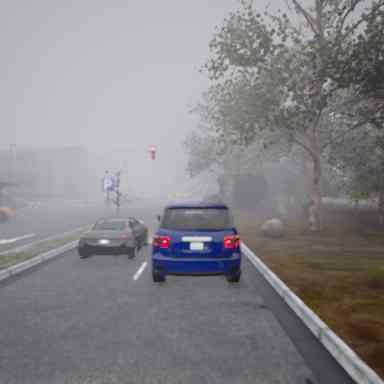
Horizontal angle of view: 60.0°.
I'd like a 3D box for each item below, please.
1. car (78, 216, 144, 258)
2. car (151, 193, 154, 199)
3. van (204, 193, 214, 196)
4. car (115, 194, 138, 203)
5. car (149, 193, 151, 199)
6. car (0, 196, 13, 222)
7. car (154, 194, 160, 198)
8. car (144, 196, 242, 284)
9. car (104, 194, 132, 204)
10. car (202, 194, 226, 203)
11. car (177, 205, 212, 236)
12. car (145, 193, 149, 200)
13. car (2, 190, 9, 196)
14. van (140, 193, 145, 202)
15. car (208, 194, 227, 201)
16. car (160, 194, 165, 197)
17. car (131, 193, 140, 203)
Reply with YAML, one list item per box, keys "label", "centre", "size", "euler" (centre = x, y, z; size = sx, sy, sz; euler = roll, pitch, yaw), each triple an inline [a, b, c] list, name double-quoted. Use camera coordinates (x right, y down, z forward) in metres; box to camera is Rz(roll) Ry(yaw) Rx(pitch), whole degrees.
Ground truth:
- label: "car"
  centre: [-2.881, 1.619, 12.973]
  size: [1.994, 1.385, 4.181]
  euler: [0, 0, 0]
- label: "car"
  centre: [-12.288, 1.599, 81.659]
  size: [4.674, 1.452, 2.002]
  euler: [-1, -1, -13]
- label: "van"
  centre: [4.267, 1.238, 66.306]
  size: [4.442, 1.987, 1.878]
  euler: [1, 0, -14]
- label: "car"
  centre: [-13.723, 1.401, 69.651]
  size: [4.553, 1.767, 2.185]
  euler: [-1, -1, -14]
- label: "car"
  centre: [-12.659, 1.591, 78.657]
  size: [4.674, 1.452, 2.002]
  euler: [-1, 0, -13]
- label: "car"
  centre: [-16.633, 1.481, 25.899]
  size: [4.553, 1.767, 2.185]
  euler: [-1, 0, -19]
- label: "car"
  centre: [-11.474, 1.615, 87.641]
  size: [4.674, 1.452, 2.002]
  euler: [-1, 0, -12]
- label: "car"
  centre: [0.108, 1.263, 9.849]
  size: [2.150, 2.045, 5.566]
  euler: [0, 0, 0]
- label: "car"
  centre: [-14.460, 1.546, 63.706]
  size: [4.792, 1.488, 2.163]
  euler: [-1, 0, -15]
- label: "car"
  centre: [4.650, 1.345, 69.276]
  size: [4.553, 1.767, 2.185]
  euler: [1, 0, -14]
- label: "car"
  centre: [0.168, 1.590, 19.839]
  size: [1.837, 1.490, 4.892]
  euler: [0, 0, 0]
- label: "car"
  centre: [-13.031, 1.544, 75.662]
  size: [4.892, 1.521, 2.231]
  euler: [-1, -1, -14]
- label: "car"
  centre: [-31.178, 0.299, 54.574]
  size: [2.002, 1.452, 4.674]
  euler: [6, -3, -19]
- label: "van"
  centre: [-13.258, 1.307, 72.691]
  size: [4.442, 1.987, 1.878]
  euler: [-1, -1, -14]
- label: "car"
  centre: [6.437, 1.376, 83.976]
  size: [4.553, 1.767, 2.185]
  euler: [1, 0, -12]
- label: "car"
  centre: [-11.025, 1.332, 90.648]
  size: [5.566, 2.045, 2.435]
  euler: [-1, -1, -12]
- label: "car"
  centre: [-13.816, 1.512, 66.699]
  size: [5.366, 1.575, 1.946]
  euler: [-1, -1, -15]
